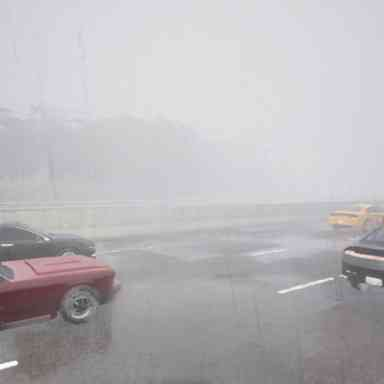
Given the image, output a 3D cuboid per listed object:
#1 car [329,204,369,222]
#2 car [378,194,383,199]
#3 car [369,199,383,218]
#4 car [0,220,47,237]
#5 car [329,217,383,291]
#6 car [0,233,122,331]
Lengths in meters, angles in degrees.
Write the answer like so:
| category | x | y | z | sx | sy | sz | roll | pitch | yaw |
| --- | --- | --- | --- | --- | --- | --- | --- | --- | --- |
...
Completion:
| category | x | y | z | sx | sy | sz | roll | pitch | yaw |
| --- | --- | --- | --- | --- | --- | --- | --- | --- | --- |
| car | 10.100 | 1.446 | 19.511 | 5.008 | 1.535 | 1.882 | 0 | 0 | -35 |
| car | 35.174 | 1.089 | 59.090 | 5.566 | 2.045 | 2.150 | -1 | 0 | -36 |
| car | 10.661 | 1.323 | 15.617 | 4.553 | 1.767 | 2.097 | 0 | 0 | -35 |
| car | -5.021 | 1.501 | 8.760 | 4.892 | 1.490 | 1.837 | 0 | 0 | -36 |
| car | 5.434 | 1.477 | 7.732 | 4.902 | 1.511 | 2.128 | 0 | 0 | -35 |
| car | -3.636 | 1.599 | 5.451 | 4.718 | 1.301 | 1.895 | 0 | 0 | -36 |
